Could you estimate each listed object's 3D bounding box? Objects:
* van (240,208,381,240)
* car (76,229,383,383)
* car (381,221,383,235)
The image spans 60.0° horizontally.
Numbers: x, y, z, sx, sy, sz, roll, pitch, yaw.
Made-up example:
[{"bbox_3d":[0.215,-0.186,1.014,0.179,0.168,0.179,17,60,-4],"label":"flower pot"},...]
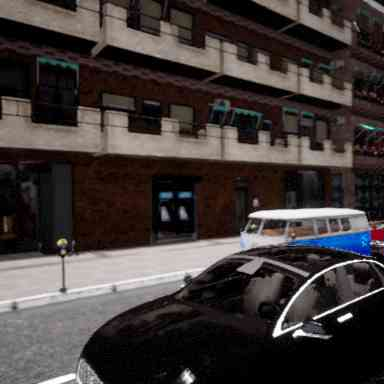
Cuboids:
[{"bbox_3d":[3.013,1.344,8.686,3.998,1.788,1.690,0,-1,-36],"label":"van"},{"bbox_3d":[1.112,1.506,4.156,4.892,1.490,1.837,0,0,-35],"label":"car"},{"bbox_3d":[7.625,1.588,11.974,4.206,1.307,1.802,0,-1,-35],"label":"car"}]
